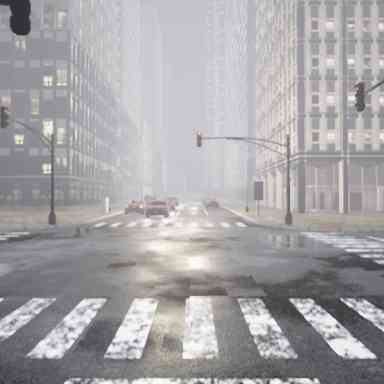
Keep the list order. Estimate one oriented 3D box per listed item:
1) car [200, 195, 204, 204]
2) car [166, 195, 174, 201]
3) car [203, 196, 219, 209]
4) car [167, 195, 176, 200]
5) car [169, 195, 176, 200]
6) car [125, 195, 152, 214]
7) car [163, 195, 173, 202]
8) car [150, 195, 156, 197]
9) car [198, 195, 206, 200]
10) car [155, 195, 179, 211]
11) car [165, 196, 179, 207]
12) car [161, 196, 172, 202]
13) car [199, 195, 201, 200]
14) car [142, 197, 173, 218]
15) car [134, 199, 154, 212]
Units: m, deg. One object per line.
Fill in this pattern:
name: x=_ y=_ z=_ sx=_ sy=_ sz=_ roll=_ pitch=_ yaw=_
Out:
car: x=2.789 y=1.501 z=56.505 sx=1.752 sy=1.417 sz=4.829 roll=1 pitch=0 yaw=0
car: x=-5.551 y=1.510 z=84.156 sx=1.887 sy=1.381 sz=4.507 roll=1 pitch=0 yaw=0
car: x=2.771 y=1.562 z=45.179 sx=1.802 sy=1.307 sz=4.206 roll=1 pitch=0 yaw=0
car: x=-5.542 y=1.514 z=89.731 sx=2.008 sy=1.369 sz=4.403 roll=1 pitch=0 yaw=0
car: x=-5.535 y=1.527 z=95.306 sx=1.947 sy=1.339 sz=4.313 roll=1 pitch=0 yaw=0
car: x=-5.623 y=1.425 z=33.979 sx=1.967 sy=1.590 sz=4.097 roll=1 pitch=0 yaw=0
car: x=-5.559 y=1.518 z=78.580 sx=2.008 sy=1.369 sz=4.403 roll=1 pitch=0 yaw=0
car: x=-5.604 y=1.296 z=45.130 sx=2.192 sy=1.841 sz=5.009 roll=1 pitch=0 yaw=0
car: x=2.846 y=1.506 z=95.375 sx=1.887 sy=1.381 sz=4.507 roll=1 pitch=0 yaw=0
car: x=-3.028 y=1.474 z=41.068 sx=2.128 sy=1.511 sz=4.902 roll=0 pitch=0 yaw=0
car: x=-3.006 y=1.456 z=51.375 sx=1.882 sy=1.535 sz=5.008 roll=0 pitch=1 yaw=0
car: x=-5.567 y=1.514 z=73.005 sx=1.887 sy=1.381 sz=4.507 roll=1 pitch=0 yaw=0
car: x=2.796 y=1.539 z=61.912 sx=1.947 sy=1.339 sz=4.313 roll=1 pitch=0 yaw=0
car: x=-3.048 y=1.464 z=30.464 sx=1.882 sy=1.535 sz=5.008 roll=0 pitch=0 yaw=0
car: x=-5.618 y=1.565 z=39.554 sx=1.802 sy=1.307 sz=4.206 roll=1 pitch=0 yaw=0
